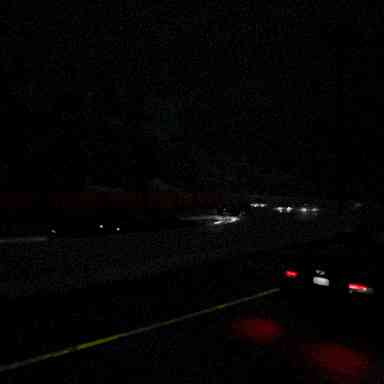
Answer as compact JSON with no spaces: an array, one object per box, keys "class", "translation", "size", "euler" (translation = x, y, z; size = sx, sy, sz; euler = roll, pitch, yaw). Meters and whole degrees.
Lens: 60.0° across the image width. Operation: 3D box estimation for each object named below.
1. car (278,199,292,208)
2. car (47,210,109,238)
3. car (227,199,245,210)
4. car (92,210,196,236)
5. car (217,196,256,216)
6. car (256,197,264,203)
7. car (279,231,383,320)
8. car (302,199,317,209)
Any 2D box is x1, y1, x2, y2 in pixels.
[{"class":"car","translation":[15.319,1.898,54.918],"size":[1.994,1.385,4.181],"euler":[0,0,12]},{"class":"car","translation":[-5.244,1.675,18.066],"size":[4.718,1.301,1.895],"euler":[0,0,-42]},{"class":"car","translation":[6.445,1.777,48.580],"size":[1.837,1.490,4.892],"euler":[0,-1,17]},{"class":"car","translation":[-2.098,1.676,16.223],"size":[4.718,1.301,1.895],"euler":[0,0,-43]},{"class":"car","translation":[4.642,1.420,35.800],"size":[2.150,2.045,5.566],"euler":[0,0,29]},{"class":"car","translation":[15.413,1.875,75.817],"size":[1.895,1.301,4.718],"euler":[0,0,9]},{"class":"car","translation":[4.083,1.600,7.411],"size":[5.357,1.411,2.033],"euler":[0,0,-42]},{"class":"car","translation":[18.233,1.832,51.828],"size":[1.837,1.490,4.892],"euler":[0,0,13]}]
